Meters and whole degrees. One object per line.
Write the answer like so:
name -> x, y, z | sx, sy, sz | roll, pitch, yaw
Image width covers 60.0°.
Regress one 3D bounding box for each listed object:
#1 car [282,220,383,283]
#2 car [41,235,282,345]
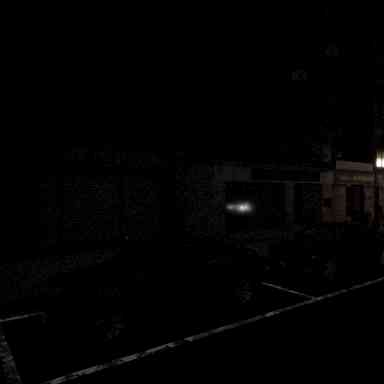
car -> 4.101, 1.544, 9.686 | 4.507, 1.381, 1.887 | 0, 0, -35
car -> -0.515, 1.566, 6.397 | 4.313, 1.339, 1.947 | 0, 0, -35
